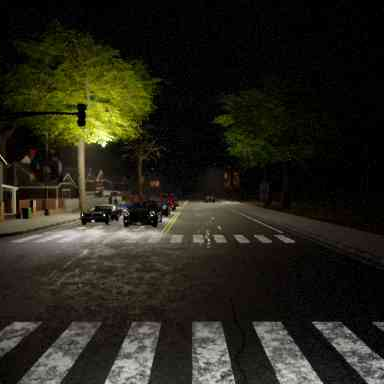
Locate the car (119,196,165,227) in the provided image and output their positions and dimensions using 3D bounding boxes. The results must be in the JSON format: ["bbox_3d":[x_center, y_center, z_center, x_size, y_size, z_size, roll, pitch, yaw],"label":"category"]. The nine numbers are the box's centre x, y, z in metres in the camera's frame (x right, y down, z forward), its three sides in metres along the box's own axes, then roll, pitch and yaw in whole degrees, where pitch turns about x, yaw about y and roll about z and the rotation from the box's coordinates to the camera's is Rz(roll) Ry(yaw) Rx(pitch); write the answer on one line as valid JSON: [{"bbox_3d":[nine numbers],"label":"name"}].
[{"bbox_3d":[-3.240,1.345,22.531,2.097,1.767,4.553,0,0,0],"label":"car"}]

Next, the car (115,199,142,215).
[{"bbox_3d":[-6.422,1.518,34.200,1.812,1.442,4.674,0,0,0],"label":"car"}]

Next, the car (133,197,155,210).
[{"bbox_3d":[-6.374,1.486,44.640,2.128,1.511,4.902,0,0,1],"label":"car"}]

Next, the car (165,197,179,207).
[{"bbox_3d":[-3.062,1.500,51.662,1.837,1.490,4.892,0,0,1],"label":"car"}]

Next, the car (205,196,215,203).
[{"bbox_3d":[3.669,1.505,67.644,1.837,1.490,4.892,0,0,1],"label":"car"}]

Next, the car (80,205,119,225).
[{"bbox_3d":[-6.482,1.594,24.028,1.895,1.301,4.718,0,0,0],"label":"car"}]

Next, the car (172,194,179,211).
[{"bbox_3d":[-3.148,1.215,41.223,2.150,2.045,5.566,0,0,0],"label":"car"}]

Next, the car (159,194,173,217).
[{"bbox_3d":[-3.197,1.344,31.389,2.097,1.767,4.553,0,0,0],"label":"car"}]
